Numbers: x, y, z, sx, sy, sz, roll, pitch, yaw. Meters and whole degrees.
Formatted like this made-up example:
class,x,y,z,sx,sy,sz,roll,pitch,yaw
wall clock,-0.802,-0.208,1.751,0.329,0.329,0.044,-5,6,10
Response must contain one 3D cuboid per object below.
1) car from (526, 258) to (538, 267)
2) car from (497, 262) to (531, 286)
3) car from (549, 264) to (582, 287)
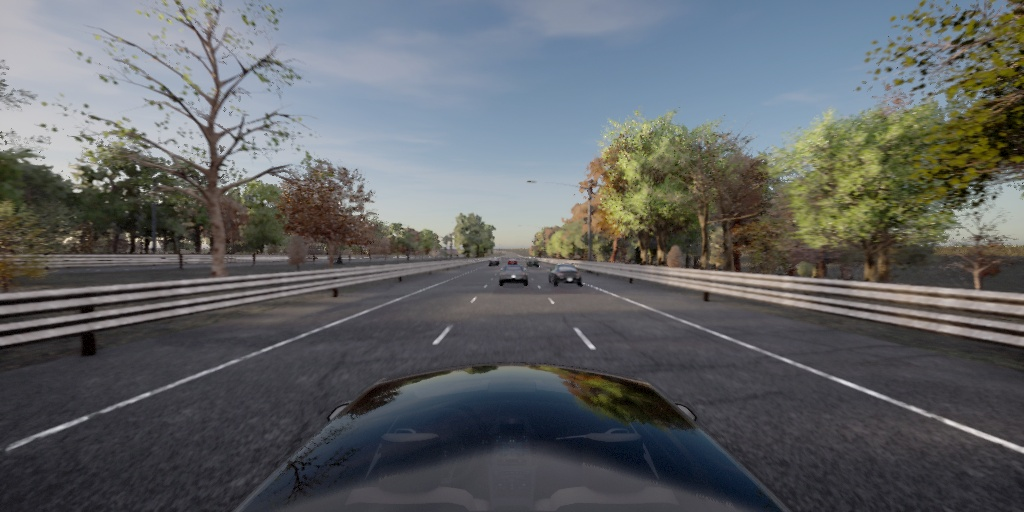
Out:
class,x,y,z,sx,sy,sz,roll,pitch,yaw
car,3.620,1.099,65.196,2.097,1.767,4.553,0,0,0
car,0.108,1.317,25.735,1.994,1.385,4.181,0,0,0
car,3.609,1.279,24.656,1.812,1.442,4.674,0,0,0
